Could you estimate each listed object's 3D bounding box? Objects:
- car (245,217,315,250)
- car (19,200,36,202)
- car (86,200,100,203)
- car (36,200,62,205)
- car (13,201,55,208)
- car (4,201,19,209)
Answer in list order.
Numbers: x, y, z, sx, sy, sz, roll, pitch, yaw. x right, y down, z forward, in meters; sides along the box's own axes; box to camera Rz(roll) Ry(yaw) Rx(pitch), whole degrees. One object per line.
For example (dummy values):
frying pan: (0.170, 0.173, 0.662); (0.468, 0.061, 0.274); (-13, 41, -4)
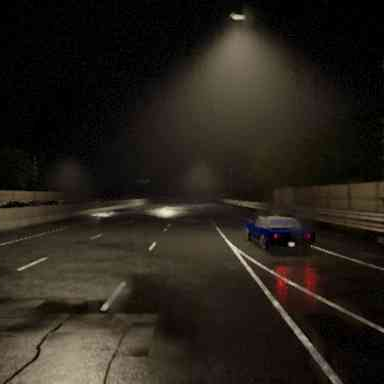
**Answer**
car: (3.748, 1.768, 15.153); (1.895, 1.301, 4.718); (0, -1, -4)
car: (-24.607, 2.065, 52.435); (2.128, 1.511, 4.902); (0, -1, 0)
car: (-17.598, 2.161, 59.647); (1.837, 1.490, 4.892); (0, -1, 0)
car: (-21.114, 2.052, 49.942); (1.837, 1.490, 4.892); (0, -1, 0)
car: (-17.601, 2.009, 37.349); (1.895, 1.301, 4.718); (0, -1, 0)
car: (-28.112, 2.145, 53.243); (1.994, 1.385, 4.181); (0, -1, 0)
